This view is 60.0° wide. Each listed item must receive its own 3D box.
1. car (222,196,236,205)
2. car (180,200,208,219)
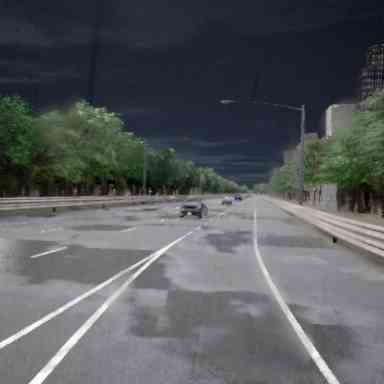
[{"bbox_3d":[6.885,1.823,64.402,1.895,1.301,4.718,2,0,11],"label":"car"},{"bbox_3d":[0.236,1.512,29.368,1.837,1.490,4.892,2,0,11],"label":"car"}]
